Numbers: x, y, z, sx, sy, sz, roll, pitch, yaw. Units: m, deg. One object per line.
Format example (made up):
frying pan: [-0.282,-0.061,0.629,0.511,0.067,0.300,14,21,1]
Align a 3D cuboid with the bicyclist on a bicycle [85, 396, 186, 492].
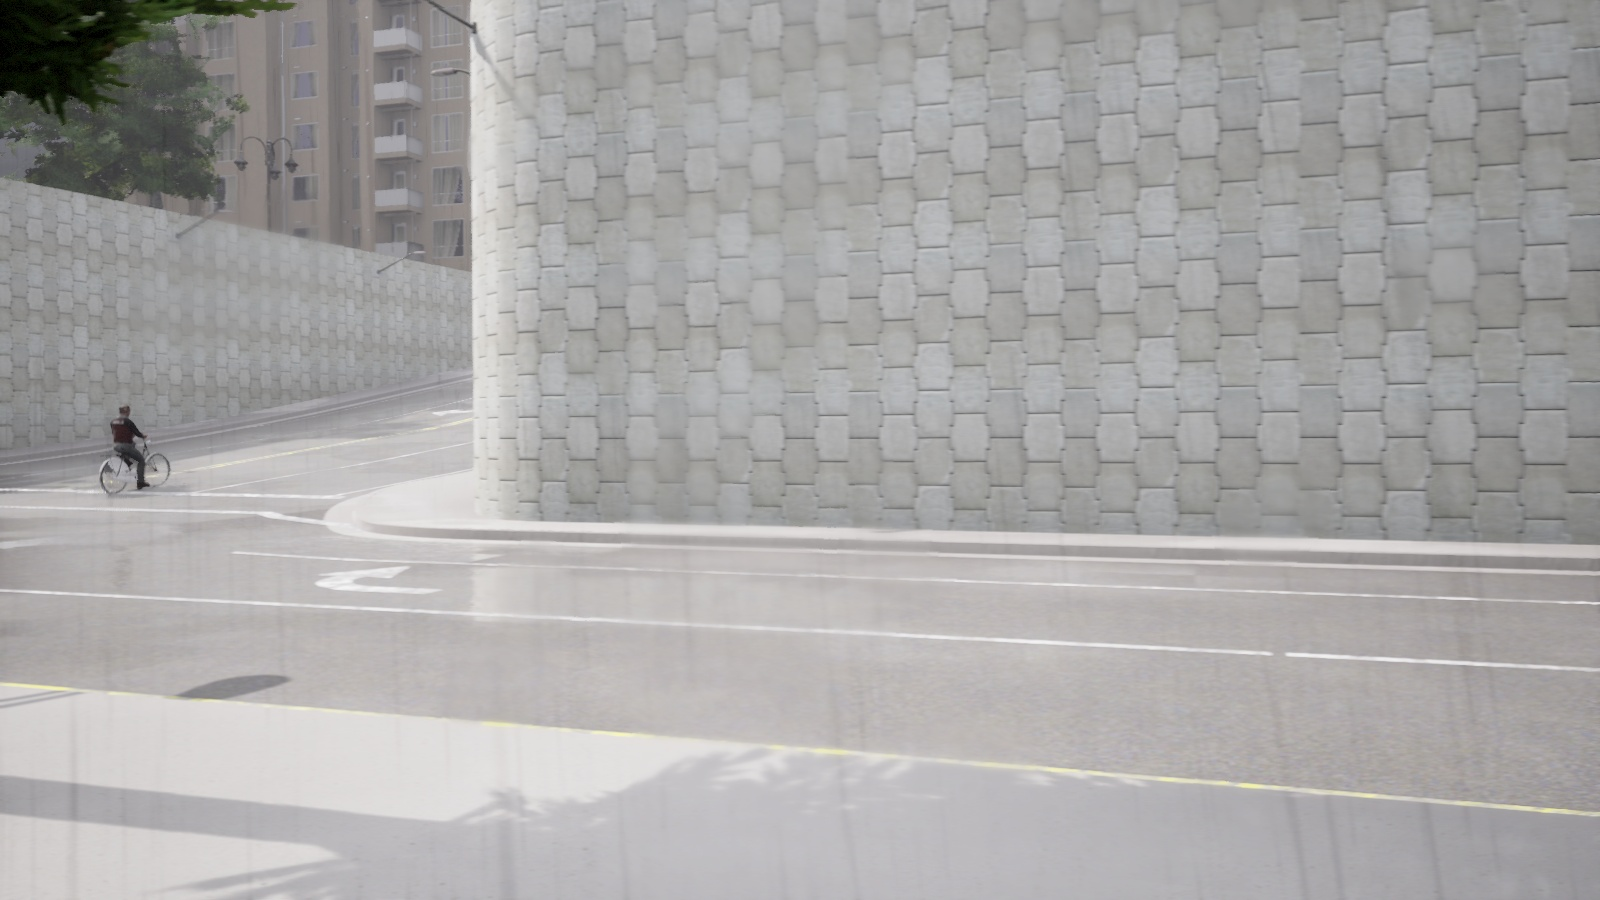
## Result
bicyclist on a bicycle: [-13.423,-0.149,25.429,0.659,1.776,1.843,1,6,14]
